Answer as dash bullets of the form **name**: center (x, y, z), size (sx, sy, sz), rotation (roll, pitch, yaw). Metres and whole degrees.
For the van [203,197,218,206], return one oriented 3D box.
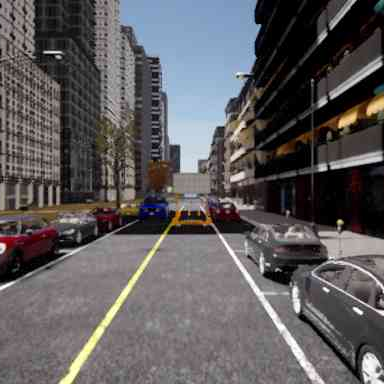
- **van**: center (2.677, 1.517, 43.422), size (1.690, 1.788, 3.998), rotation (0, 0, 0)

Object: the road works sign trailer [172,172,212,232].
- **road works sign trailer**: center (-0.006, 0.542, 20.496), size (2.380, 3.560, 2.880), rotation (0, 0, 0)

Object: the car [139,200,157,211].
- **car**: center (-5.703, 1.758, 43.420), size (1.802, 1.307, 4.206), rotation (0, 0, 0)

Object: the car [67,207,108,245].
- **car**: center (-5.695, 1.610, 15.756), size (2.008, 1.369, 4.403), rotation (0, 0, 0)

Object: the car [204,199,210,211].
- **car**: center (2.678, 1.733, 37.889), size (1.802, 1.307, 4.206), rotation (0, 0, 0)

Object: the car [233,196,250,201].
- **car**: center (13.400, 1.746, 90.494), size (4.403, 1.369, 2.008), rotation (-1, 1, -1)

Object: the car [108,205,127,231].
- **car**: center (-5.697, 1.626, 21.289), size (1.887, 1.381, 4.507), rotation (0, 0, 0)

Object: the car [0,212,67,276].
- **car**: center (-5.694, 1.479, 10.225), size (1.967, 1.590, 4.097), rotation (0, 0, 0)

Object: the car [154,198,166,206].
- **car**: center (-5.708, 1.776, 59.847), size (1.752, 1.417, 4.829), rotation (0, 0, 0)

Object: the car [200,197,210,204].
- **car**: center (2.669, 1.855, 71.085), size (2.008, 1.369, 4.403), rotation (0, 0, 0)

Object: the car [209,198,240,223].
- **car**: center (2.682, 1.543, 26.824), size (1.967, 1.590, 4.097), rotation (0, 0, 0)

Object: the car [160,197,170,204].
- **car**: center (-5.711, 1.850, 71.083), size (1.887, 1.381, 4.507), rotation (0, 0, 0)

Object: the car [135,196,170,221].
- **car**: center (-3.106, 1.330, 28.342), size (2.150, 2.045, 5.566), rotation (0, 0, 0)

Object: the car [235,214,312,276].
- **car**: center (2.687, 1.589, 10.226), size (2.008, 1.369, 4.403), rotation (0, 0, 0)

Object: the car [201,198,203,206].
- **car**: center (2.675, 1.641, 48.954), size (1.967, 1.590, 4.097), rotation (0, 0, 0)

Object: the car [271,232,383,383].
- **car**: center (2.689, 1.568, 4.693), size (2.008, 1.369, 4.403), rotation (0, 0, 0)

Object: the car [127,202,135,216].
- **car**: center (-5.700, 1.652, 32.184), size (1.752, 1.417, 4.829), rotation (0, 0, 0)
